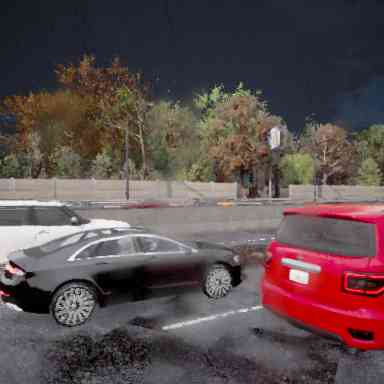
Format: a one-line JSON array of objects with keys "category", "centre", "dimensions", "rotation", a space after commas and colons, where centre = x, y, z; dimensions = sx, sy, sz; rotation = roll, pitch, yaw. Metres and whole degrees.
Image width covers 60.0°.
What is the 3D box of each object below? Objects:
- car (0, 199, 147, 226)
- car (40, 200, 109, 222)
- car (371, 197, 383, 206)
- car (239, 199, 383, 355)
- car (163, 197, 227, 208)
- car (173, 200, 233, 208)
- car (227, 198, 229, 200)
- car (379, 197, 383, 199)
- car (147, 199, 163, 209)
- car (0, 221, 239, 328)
[{"category": "car", "centre": [-4.327, 1.220, 9.176], "dimensions": [5.566, 2.045, 2.150], "rotation": [0, 0, -30]}, {"category": "car", "centre": [-9.419, 1.491, 26.685], "dimensions": [4.902, 1.511, 2.128], "rotation": [0, 0, -30]}, {"category": "car", "centre": [31.814, 1.527, 54.619], "dimensions": [4.892, 1.490, 1.837], "rotation": [0, 0, -30]}, {"category": "car", "centre": [3.736, 1.220, 5.761], "dimensions": [5.566, 2.045, 2.150], "rotation": [0, 0, -30]}, {"category": "car", "centre": [0.296, 1.352, 28.275], "dimensions": [4.553, 1.767, 2.097], "rotation": [0, 0, -30]}, {"category": "car", "centre": [1.111, 1.564, 24.704], "dimensions": [4.181, 1.385, 1.994], "rotation": [0, 0, -30]}, {"category": "car", "centre": [1.946, 1.352, 33.284], "dimensions": [4.553, 1.767, 2.097], "rotation": [0, 0, -30]}, {"category": "car", "centre": [30.901, 1.565, 50.072], "dimensions": [5.357, 1.411, 2.033], "rotation": [0, 0, -30]}, {"category": "car", "centre": [-4.689, 1.477, 33.477], "dimensions": [5.008, 1.535, 1.882], "rotation": [0, 0, -30]}, {"category": "car", "centre": [-1.181, 1.491, 6.955], "dimensions": [4.902, 1.511, 2.128], "rotation": [0, 0, -30]}]
